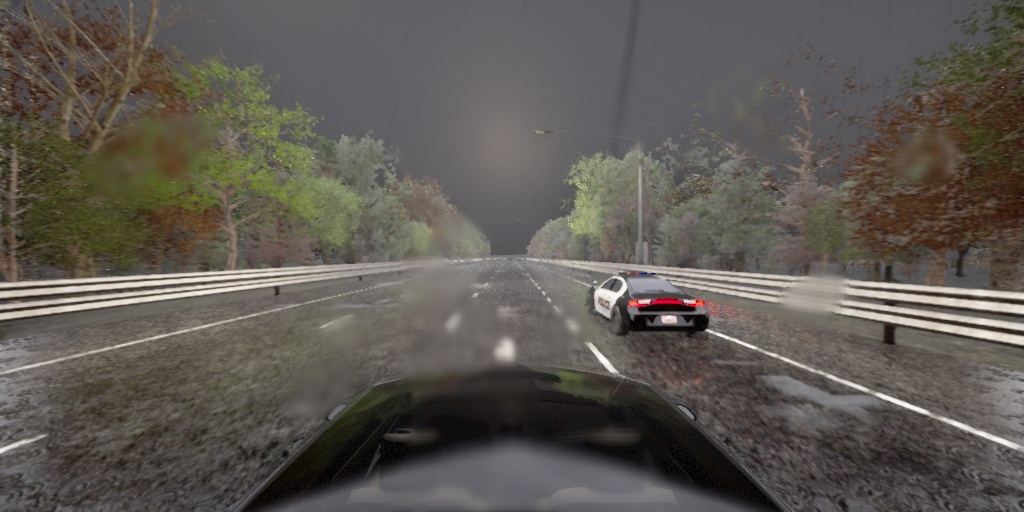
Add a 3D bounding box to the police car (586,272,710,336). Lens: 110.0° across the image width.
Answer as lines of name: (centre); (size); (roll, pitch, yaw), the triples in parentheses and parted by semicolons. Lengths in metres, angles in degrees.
police car: (3.518, 1.244, 10.464); (2.038, 1.542, 4.974); (0, 0, 0)
